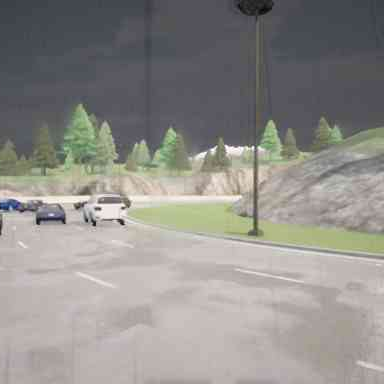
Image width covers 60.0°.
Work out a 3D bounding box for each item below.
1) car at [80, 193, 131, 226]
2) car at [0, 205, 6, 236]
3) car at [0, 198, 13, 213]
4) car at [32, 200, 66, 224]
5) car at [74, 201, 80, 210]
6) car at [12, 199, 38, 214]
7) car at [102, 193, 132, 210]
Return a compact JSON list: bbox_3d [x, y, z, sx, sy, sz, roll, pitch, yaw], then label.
[{"bbox_3d":[-6.232,1.212,23.439,2.150,2.045,5.566,0,0,-25],"label":"car"},{"bbox_3d":[-11.063,1.562,17.624,1.895,1.301,4.718,0,0,-29],"label":"car"},{"bbox_3d":[-20.189,1.410,36.627,1.882,1.535,5.008,0,0,-4],"label":"car"},{"bbox_3d":[-10.393,1.535,24.644,1.994,1.385,4.181,0,0,-22],"label":"car"},{"bbox_3d":[-13.049,1.574,41.830,1.895,1.301,4.718,0,0,3],"label":"car"},{"bbox_3d":[-16.449,1.497,35.063,2.033,1.411,5.357,0,0,-5],"label":"car"},{"bbox_3d":[-9.496,1.211,42.791,2.150,2.045,5.566,0,-1,5],"label":"car"}]
